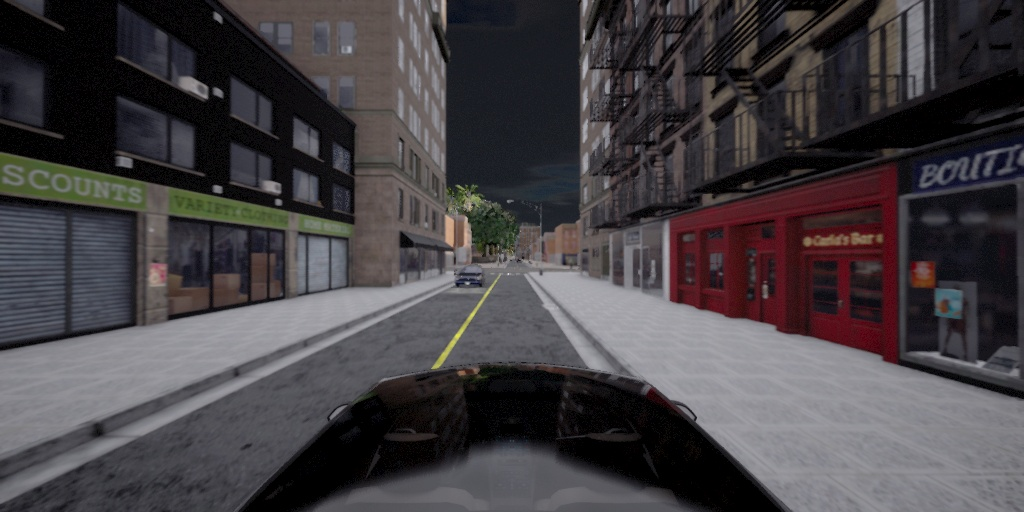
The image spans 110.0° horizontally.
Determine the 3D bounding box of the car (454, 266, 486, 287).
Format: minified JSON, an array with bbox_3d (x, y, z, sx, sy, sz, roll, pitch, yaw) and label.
[{"bbox_3d":[-2.840,1.397,25.599,2.033,1.411,5.357,0,0,0],"label":"car"}]
